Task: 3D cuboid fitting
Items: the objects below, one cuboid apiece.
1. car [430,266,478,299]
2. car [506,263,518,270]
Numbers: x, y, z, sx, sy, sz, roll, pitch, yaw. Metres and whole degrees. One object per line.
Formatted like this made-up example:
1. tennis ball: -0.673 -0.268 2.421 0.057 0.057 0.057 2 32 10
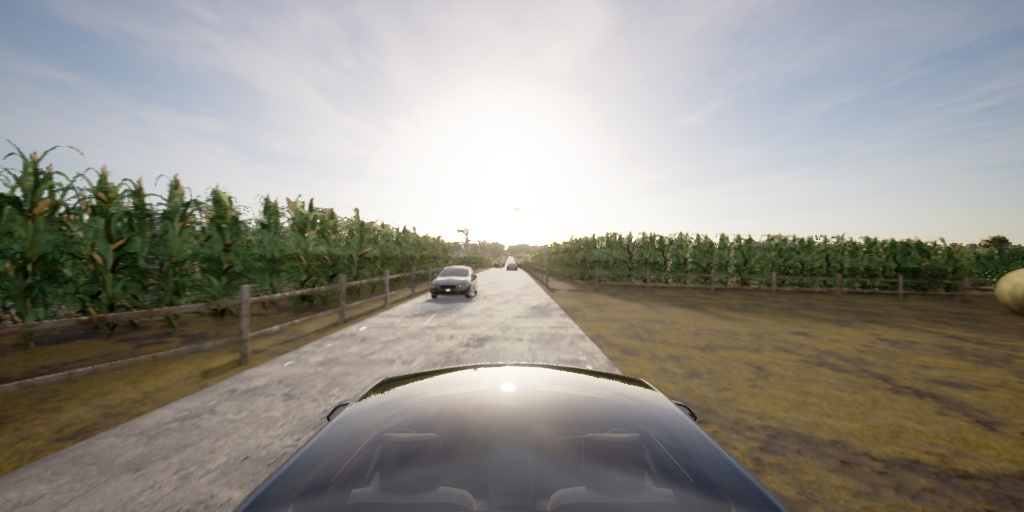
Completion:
1. car: -2.799 1.287 18.209 1.837 1.490 4.892 0 -1 0
2. car: -0.001 1.867 64.085 1.994 1.385 4.181 0 -1 0
